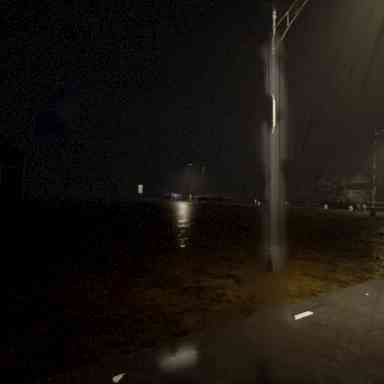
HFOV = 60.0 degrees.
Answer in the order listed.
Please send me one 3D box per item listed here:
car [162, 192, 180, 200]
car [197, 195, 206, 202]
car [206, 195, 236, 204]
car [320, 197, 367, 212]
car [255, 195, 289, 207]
[{"bbox_3d":[-4.618,0.875,71.927,2.097,1.767,4.553,2,-1,-35],"label":"car"},{"bbox_3d":[2.827,1.206,61.588,1.895,1.301,4.718,2,-1,-35],"label":"car"},{"bbox_3d":[4.822,1.172,52.400,1.895,1.301,4.718,2,-1,-35],"label":"car"},{"bbox_3d":[16.344,1.291,36.140,1.837,1.490,4.892,2,0,-35],"label":"car"},{"bbox_3d":[10.590,1.176,44.255,1.837,1.490,4.892,2,0,-35],"label":"car"}]
